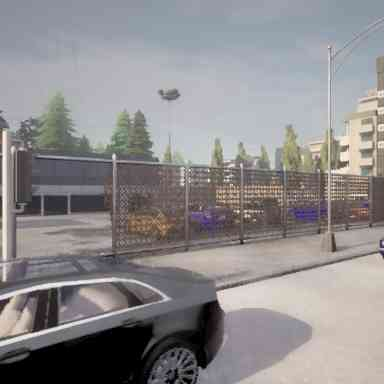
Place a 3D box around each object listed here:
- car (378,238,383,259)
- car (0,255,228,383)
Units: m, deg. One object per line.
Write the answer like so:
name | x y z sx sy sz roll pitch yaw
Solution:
car | 7.854 1.601 10.559 4.718 1.301 1.895 0 0 -37
car | -1.844 1.491 3.271 4.902 1.511 2.128 0 0 -37
